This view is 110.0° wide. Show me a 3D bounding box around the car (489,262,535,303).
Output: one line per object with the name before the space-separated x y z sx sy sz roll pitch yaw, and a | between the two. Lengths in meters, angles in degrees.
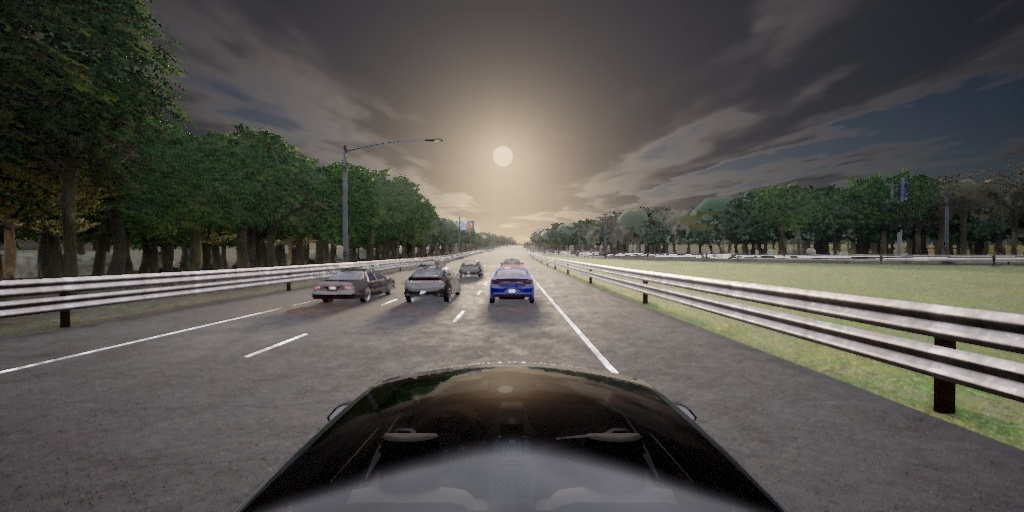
car | 0.000 1.208 16.497 1.882 1.535 5.008 0 0 0

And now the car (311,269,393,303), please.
car | -7.000 1.286 16.498 2.033 1.411 5.357 0 0 0

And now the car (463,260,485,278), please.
car | -3.501 1.083 31.491 2.128 1.511 4.902 0 1 0

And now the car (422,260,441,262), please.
car | -7.000 1.104 31.492 1.837 1.490 4.892 0 1 0

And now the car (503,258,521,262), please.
car | -0.001 0.954 31.460 2.097 1.767 4.553 0 1 0

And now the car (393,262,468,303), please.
car | -3.500 1.218 16.497 2.128 1.511 4.902 0 0 0
